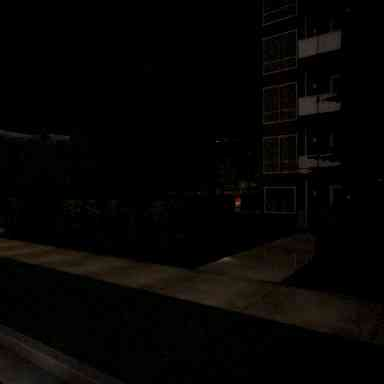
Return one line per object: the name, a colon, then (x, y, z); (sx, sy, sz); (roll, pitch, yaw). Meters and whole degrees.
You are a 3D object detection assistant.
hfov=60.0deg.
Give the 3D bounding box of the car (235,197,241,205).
car: (9.336, 1.478, 58.051); (1.882, 1.535, 5.008); (0, 0, 36)
